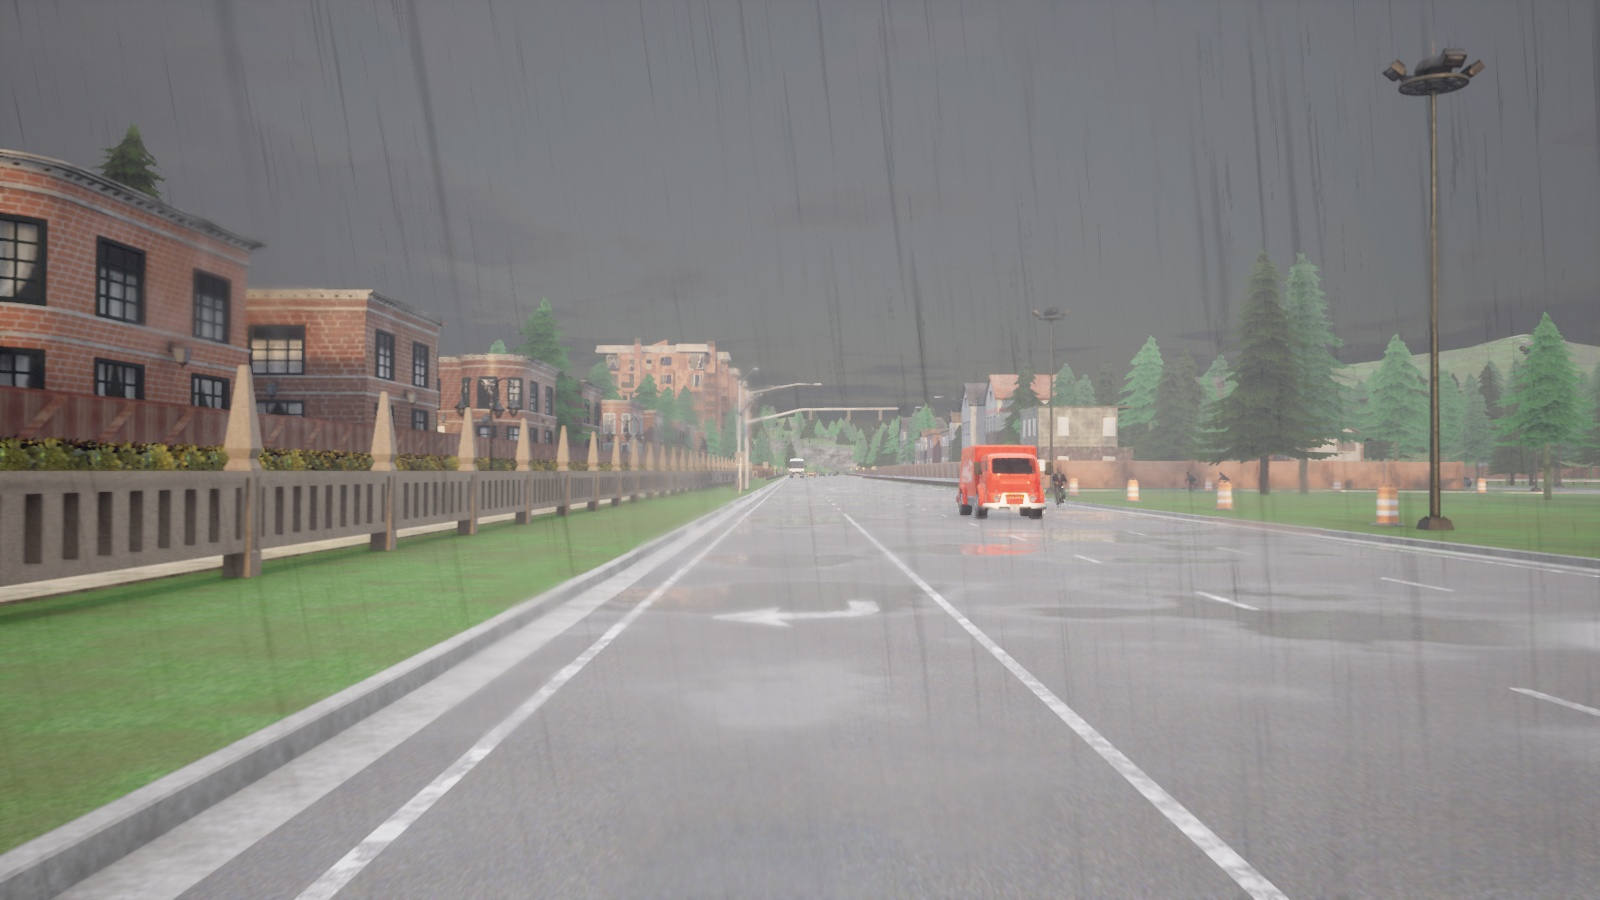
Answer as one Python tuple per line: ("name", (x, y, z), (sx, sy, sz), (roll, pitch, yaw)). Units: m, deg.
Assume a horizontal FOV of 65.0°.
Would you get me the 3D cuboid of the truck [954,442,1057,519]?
("truck", (6.894, 1.017, 42.810), (2.627, 2.467, 5.204), (0, -1, 0))
